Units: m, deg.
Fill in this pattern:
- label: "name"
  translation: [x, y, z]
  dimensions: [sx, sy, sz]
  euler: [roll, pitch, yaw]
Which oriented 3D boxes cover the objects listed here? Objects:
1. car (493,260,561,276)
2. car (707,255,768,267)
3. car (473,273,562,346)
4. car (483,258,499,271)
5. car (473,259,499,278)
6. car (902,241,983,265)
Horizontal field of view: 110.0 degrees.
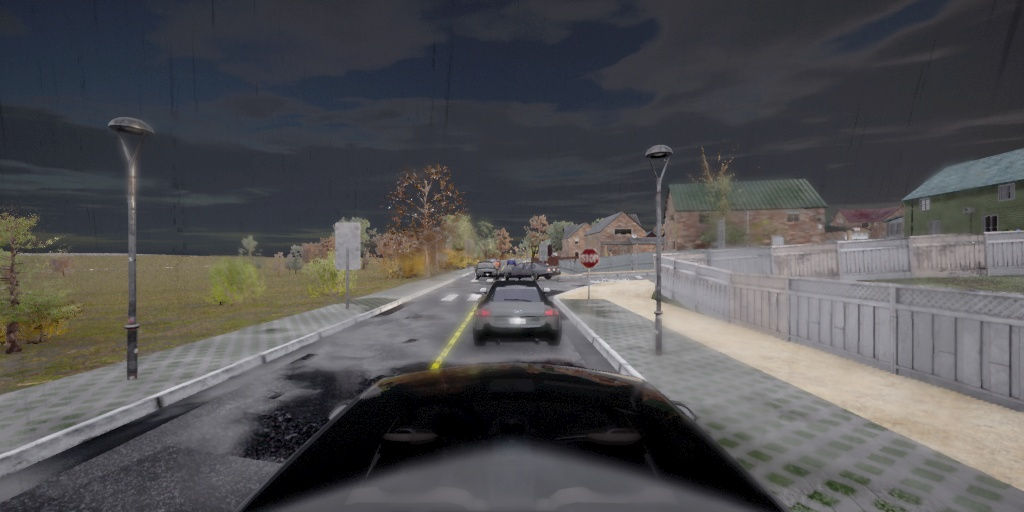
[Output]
- label: "car"
  translation: [1.290, 1.197, 28.409]
  dimensions: [5.357, 1.411, 2.033]
  euler: [-4, -3, 43]
- label: "car"
  translation: [14.351, 0.413, 22.809]
  dimensions: [4.181, 1.385, 1.994]
  euler: [-3, 0, 16]
- label: "car"
  translation: [0.089, 1.313, 9.392]
  dimensions: [1.994, 1.385, 4.181]
  euler: [0, 0, -1]
- label: "car"
  translation: [-2.933, 1.120, 51.131]
  dimensions: [2.097, 1.767, 4.553]
  euler: [0, 0, 1]
- label: "car"
  translation: [-2.302, 1.257, 31.314]
  dimensions: [1.837, 1.490, 4.892]
  euler: [0, 0, -8]
- label: "car"
  translation: [23.855, -0.208, 20.403]
  dimensions: [4.902, 1.511, 2.128]
  euler: [-3, 0, 14]
